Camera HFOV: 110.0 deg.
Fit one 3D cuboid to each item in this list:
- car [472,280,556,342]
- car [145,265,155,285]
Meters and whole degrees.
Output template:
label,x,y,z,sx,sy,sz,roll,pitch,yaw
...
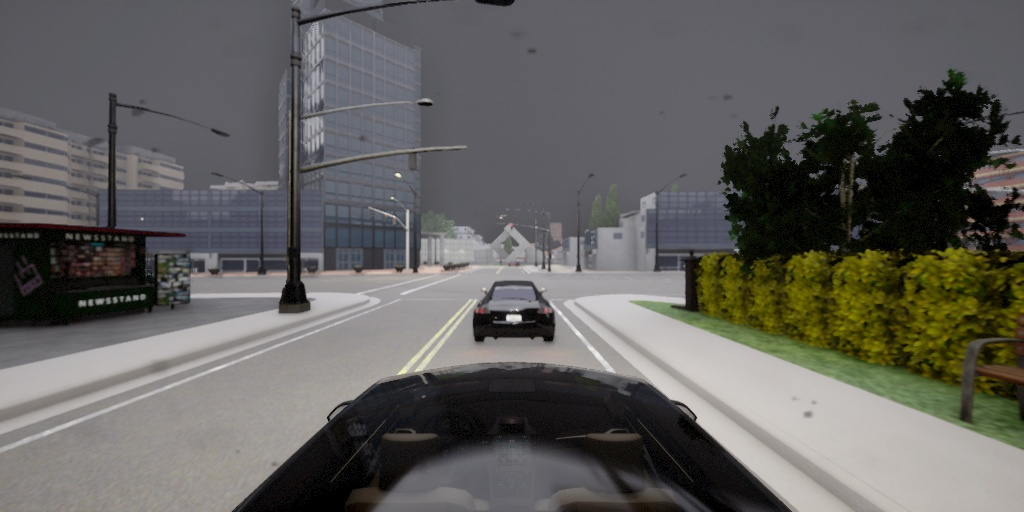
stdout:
label,x,y,z,sx,sy,sz,roll,pitch,yaw
car,0.050,1.355,9.964,1.994,1.385,4.181,0,0,0
car,-28.498,1.483,27.426,4.553,1.767,2.097,-1,0,-1
